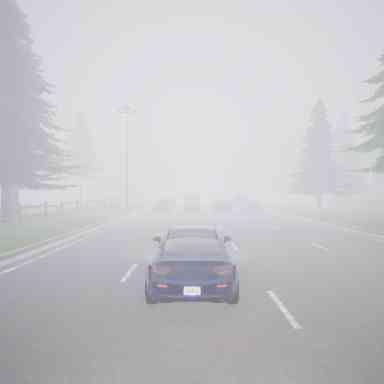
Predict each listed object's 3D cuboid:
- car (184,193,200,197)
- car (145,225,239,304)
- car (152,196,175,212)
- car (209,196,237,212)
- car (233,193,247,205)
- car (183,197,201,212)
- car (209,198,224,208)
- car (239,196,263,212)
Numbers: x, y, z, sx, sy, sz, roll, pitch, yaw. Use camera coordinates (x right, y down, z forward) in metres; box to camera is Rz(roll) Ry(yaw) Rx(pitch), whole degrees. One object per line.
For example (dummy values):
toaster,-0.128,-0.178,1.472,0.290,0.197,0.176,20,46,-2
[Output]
car,0.020,1.221,49.053,2.150,2.045,5.566,0,0,0
car,0.004,1.526,7.990,1.812,1.442,4.674,0,0,0
car,-3.484,1.547,38.604,2.033,1.411,5.357,0,0,0
car,3.516,1.491,38.601,2.128,1.511,4.902,0,0,0
car,7.020,1.221,49.050,2.150,2.045,5.566,0,0,0
car,0.016,1.564,39.019,1.994,1.385,4.181,0,0,0
car,3.520,1.601,49.051,1.895,1.301,4.718,0,0,0
car,7.016,1.526,39.017,1.812,1.442,4.674,0,0,0
